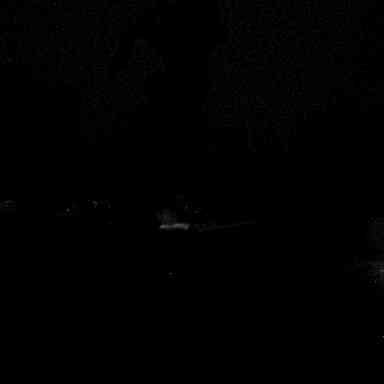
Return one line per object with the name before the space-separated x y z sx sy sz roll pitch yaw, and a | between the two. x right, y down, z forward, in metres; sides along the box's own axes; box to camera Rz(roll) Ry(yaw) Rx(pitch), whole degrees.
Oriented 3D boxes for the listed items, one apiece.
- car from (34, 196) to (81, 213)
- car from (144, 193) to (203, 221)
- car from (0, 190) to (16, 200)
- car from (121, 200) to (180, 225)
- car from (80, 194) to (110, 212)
car | -13.489 1.230 32.565 5.357 1.411 2.033 2 2 40
car | -1.723 1.138 27.121 5.566 2.045 2.150 1 1 40
car | -26.845 0.364 48.677 4.718 1.301 1.895 3 3 40
car | -3.219 1.523 23.801 4.181 1.385 1.994 1 1 41
car | -10.519 1.036 34.631 4.553 1.767 2.097 2 2 40
